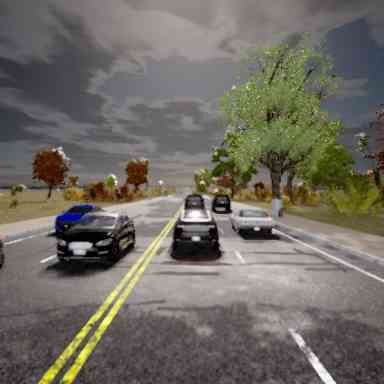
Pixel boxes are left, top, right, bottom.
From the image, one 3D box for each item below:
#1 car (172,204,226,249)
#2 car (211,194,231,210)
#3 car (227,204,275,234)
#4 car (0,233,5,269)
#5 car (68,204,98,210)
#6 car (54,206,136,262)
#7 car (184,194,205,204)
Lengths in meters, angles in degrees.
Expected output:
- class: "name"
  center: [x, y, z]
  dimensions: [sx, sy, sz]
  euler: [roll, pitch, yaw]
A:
- class: "car"
  center: [0.165, 1.517, 14.752]
  dimensions: [2.128, 1.511, 4.902]
  euler: [0, 0, 0]
- class: "car"
  center: [3.544, 1.285, 41.062]
  dimensions: [2.150, 2.045, 5.566]
  euler: [0, 0, 0]
- class: "car"
  center: [3.440, 1.644, 19.746]
  dimensions: [1.895, 1.301, 4.718]
  euler: [0, 0, 0]
- class: "car"
  center: [-6.524, 1.345, 7.780]
  dimensions: [2.097, 1.767, 4.553]
  euler: [0, 0, 1]
- class: "car"
  center: [-6.452, 1.489, 19.826]
  dimensions: [1.882, 1.535, 5.008]
  euler: [0, 0, 1]
- class: "car"
  center: [-3.282, 1.501, 12.230]
  dimensions: [2.128, 1.511, 4.902]
  euler: [0, 0, 1]
- class: "car"
  center: [0.274, 1.272, 36.312]
  dimensions: [2.150, 2.045, 5.566]
  euler: [0, 0, 0]
